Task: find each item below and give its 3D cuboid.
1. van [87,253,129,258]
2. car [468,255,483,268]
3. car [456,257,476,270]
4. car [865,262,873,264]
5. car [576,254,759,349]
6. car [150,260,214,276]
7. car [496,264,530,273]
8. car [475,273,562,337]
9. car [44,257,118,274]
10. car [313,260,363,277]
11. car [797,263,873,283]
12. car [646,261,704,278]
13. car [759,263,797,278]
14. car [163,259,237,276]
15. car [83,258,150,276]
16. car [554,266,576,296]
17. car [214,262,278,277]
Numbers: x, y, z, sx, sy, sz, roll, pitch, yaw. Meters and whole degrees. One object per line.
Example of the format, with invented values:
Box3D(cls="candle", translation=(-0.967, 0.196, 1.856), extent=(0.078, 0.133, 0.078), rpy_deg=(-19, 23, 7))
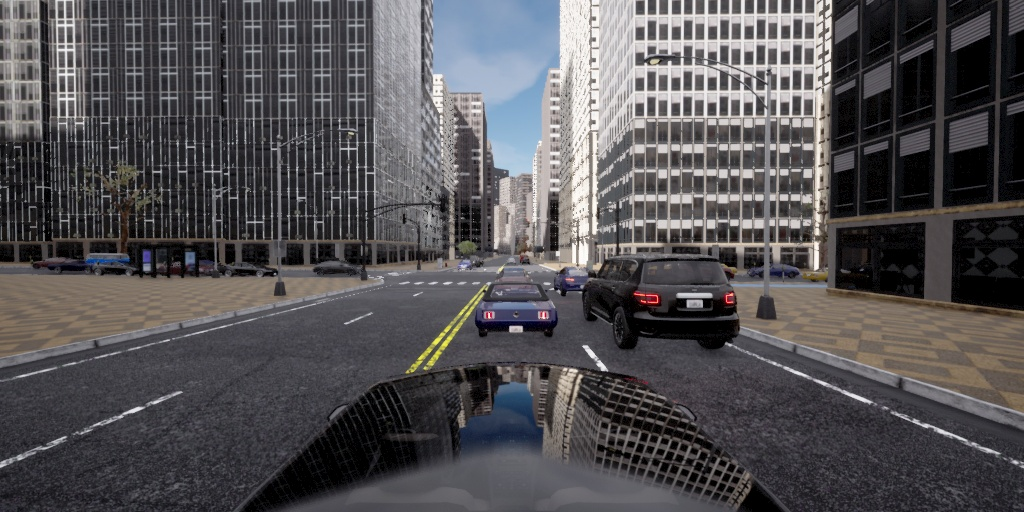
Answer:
Box3D(cls="van", translation=(-45.340, 0.605, 40.129), extent=(3.998, 1.789, 1.690), rpy_deg=(0, 0, 1))
Box3D(cls="car", translation=(-6.656, 0.925, 61.209), extent=(2.150, 2.045, 5.566), rpy_deg=(0, 0, 0))
Box3D(cls="car", translation=(-6.657, 1.241, 51.247), extent=(1.812, 1.442, 4.674), rpy_deg=(0, 0, -2))
Box3D(cls="car", translation=(36.385, 1.389, 36.164), extent=(4.553, 1.767, 2.097), rpy_deg=(1, 1, 1))
Box3D(cls="car", translation=(3.341, 0.968, 9.264), extent=(2.150, 2.045, 5.566), rpy_deg=(0, 0, 0))
Box3D(cls="car", translation=(-28.456, 1.138, 31.318), extent=(4.207, 1.307, 1.802), rpy_deg=(0, 0, 1))
Box3D(cls="car", translation=(0.078, 1.305, 18.961), extent=(1.994, 1.385, 4.181), rpy_deg=(0, 0, 0))
Box3D(cls="car", translation=(0.090, 1.347, 10.224), extent=(1.895, 1.301, 4.718), rpy_deg=(0, 0, 0))
Box3D(cls="car", translation=(-40.932, 0.999, 34.258), extent=(4.718, 1.301, 1.895), rpy_deg=(1, 1, 1))
Box3D(cls="car", translation=(-16.224, 1.149, 33.787), extent=(4.674, 1.442, 1.812), rpy_deg=(1, 1, 1))
Box3D(cls="car", translation=(27.602, 1.578, 30.539), extent=(4.829, 1.417, 1.751), rpy_deg=(0, 0, 1))
Box3D(cls="car", translation=(16.473, 1.341, 36.493), extent=(5.008, 1.535, 1.882), rpy_deg=(1, 1, 1))
Box3D(cls="car", translation=(26.445, 1.476, 36.337), extent=(4.674, 1.442, 1.812), rpy_deg=(1, 1, 1))
Box3D(cls="car", translation=(-29.510, 1.050, 34.032), extent=(5.357, 1.411, 2.033), rpy_deg=(1, 1, 1))
Box3D(cls="car", translation=(-34.137, 1.069, 31.484), extent=(4.313, 1.339, 1.948), rpy_deg=(0, 0, 1))
Box3D(cls="car", translation=(3.327, 1.267, 18.956), extent=(1.812, 1.442, 4.674), rpy_deg=(0, 0, 0))
Box3D(cls="car", translation=(-22.772, 1.174, 31.193), extent=(4.313, 1.339, 1.948), rpy_deg=(0, 0, 1))
